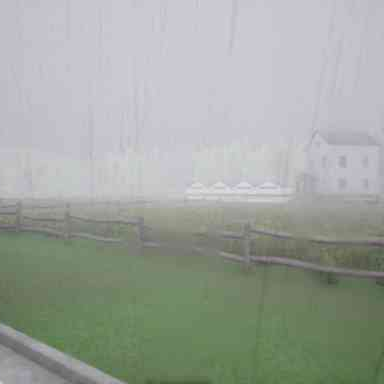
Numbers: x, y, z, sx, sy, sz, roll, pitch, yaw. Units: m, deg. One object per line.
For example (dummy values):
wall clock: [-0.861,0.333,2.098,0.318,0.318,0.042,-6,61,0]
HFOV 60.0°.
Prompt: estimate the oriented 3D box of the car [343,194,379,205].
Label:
car: [24.574,1.174,48.537,4.605,1.855,1.932,0,0,35]
